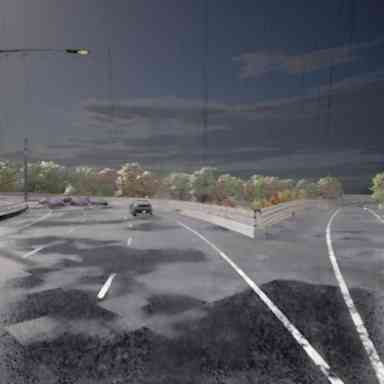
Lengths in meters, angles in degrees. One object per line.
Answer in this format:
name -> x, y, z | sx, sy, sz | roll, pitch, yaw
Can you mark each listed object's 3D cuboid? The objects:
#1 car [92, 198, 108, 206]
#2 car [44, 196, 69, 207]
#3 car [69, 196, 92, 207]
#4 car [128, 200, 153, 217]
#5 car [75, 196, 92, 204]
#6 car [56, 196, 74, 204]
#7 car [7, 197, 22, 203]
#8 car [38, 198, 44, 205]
car -> -16.191, 1.675, 57.884 | 1.994, 1.385, 4.181 | 0, 0, -33
car -> -22.163, 1.699, 54.225 | 2.033, 1.411, 5.357 | 0, 0, -33
car -> -18.821, 1.676, 55.480 | 2.033, 1.411, 5.357 | 0, 0, -33
car -> -5.025, 1.541, 32.476 | 1.837, 1.490, 4.892 | 0, 0, -17
car -> -21.627, 1.503, 66.163 | 1.812, 1.442, 4.674 | 0, 0, -38
car -> -24.477, 1.553, 64.132 | 1.837, 1.490, 4.892 | 0, 0, -38
car -> -41.348, 1.822, 77.890 | 5.357, 1.411, 2.033 | 0, 0, 41
car -> -27.077, 1.724, 61.768 | 1.994, 1.385, 4.181 | 0, 0, -38
